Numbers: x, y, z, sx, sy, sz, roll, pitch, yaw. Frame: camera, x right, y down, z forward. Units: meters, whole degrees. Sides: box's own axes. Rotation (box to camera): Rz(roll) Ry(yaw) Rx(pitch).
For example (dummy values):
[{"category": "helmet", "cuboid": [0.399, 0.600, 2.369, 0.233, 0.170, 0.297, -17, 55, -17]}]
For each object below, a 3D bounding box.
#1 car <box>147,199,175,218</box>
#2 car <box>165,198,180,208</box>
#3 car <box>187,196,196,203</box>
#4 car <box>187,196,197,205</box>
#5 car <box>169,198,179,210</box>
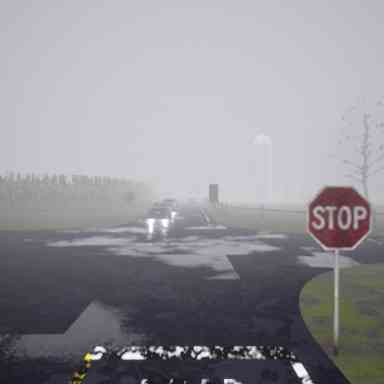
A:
[{"category": "car", "cuboid": [-2.889, 1.599, 30.496, 1.994, 1.385, 4.181, 0, 0, 0]}, {"category": "car", "cuboid": [-2.914, 1.621, 50.964, 2.033, 1.411, 5.357, 0, 0, 0]}, {"category": "car", "cuboid": [-0.131, 1.650, 71.617, 1.812, 1.442, 4.674, 0, 0, 0]}, {"category": "car", "cuboid": [-0.008, 1.645, 61.168, 2.033, 1.411, 5.357, 0, 0, 0]}, {"category": "car", "cuboid": [-2.913, 1.578, 40.466, 1.812, 1.442, 4.674, 0, 0, 0]}]
